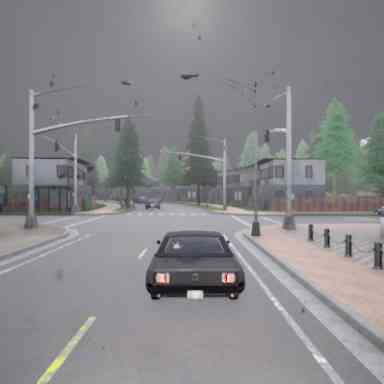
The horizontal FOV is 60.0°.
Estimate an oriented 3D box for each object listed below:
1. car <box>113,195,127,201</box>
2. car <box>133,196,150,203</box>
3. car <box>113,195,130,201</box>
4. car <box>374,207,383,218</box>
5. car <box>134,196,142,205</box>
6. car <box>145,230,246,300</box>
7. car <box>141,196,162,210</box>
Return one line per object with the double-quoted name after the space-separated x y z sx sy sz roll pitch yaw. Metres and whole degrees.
-15.946 1.523 73.145 1.812 1.442 4.674 0 0 -36 "car"
-10.965 1.551 71.948 1.994 1.385 4.181 0 0 -36 "car"
-16.968 1.372 80.008 4.674 1.442 1.812 0 0 45 "car"
17.879 1.528 28.019 4.674 1.442 1.812 0 0 1 "car"
-8.750 1.510 59.246 1.837 1.490 4.892 0 -1 -21 "car"
0.032 1.606 8.351 1.895 1.301 4.718 0 0 -1 "car"
-4.909 1.483 42.293 2.128 1.511 4.902 0 0 -5 "car"
